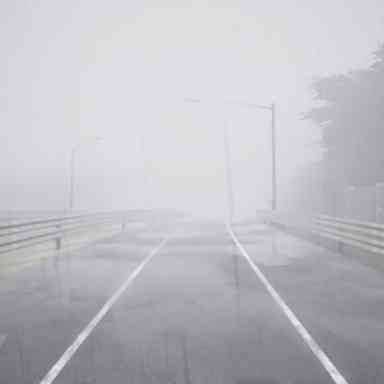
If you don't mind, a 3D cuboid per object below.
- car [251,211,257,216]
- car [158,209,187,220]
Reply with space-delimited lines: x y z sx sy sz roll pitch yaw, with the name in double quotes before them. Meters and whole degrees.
"car" 16.791 5.715 88.644 1.812 1.442 4.674 -1 -3 13
"car" -2.731 3.205 47.728 2.128 1.511 4.902 -3 -5 37
